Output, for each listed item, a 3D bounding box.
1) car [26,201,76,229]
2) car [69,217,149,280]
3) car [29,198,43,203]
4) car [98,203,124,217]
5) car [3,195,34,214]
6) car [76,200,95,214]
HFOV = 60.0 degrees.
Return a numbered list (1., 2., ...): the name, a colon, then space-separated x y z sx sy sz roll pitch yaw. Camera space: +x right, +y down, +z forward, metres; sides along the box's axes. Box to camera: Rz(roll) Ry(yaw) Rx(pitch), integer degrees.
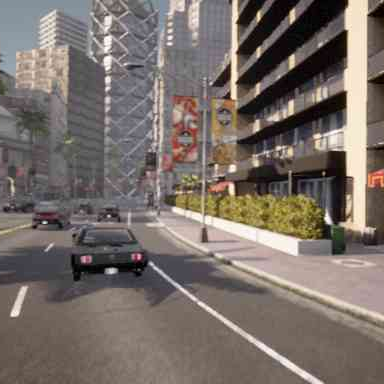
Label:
1. car: -9.404 1.612 22.566 1.837 1.490 4.892 1 0 -11
2. car: -2.722 1.673 10.314 1.895 1.301 4.718 1 -1 -19
3. car: -15.710 1.685 36.090 1.812 1.442 4.674 1 -1 -10
4. car: -7.163 1.717 29.321 1.837 1.490 4.892 1 -1 -11
5. car: -19.635 1.349 38.248 2.150 2.045 5.566 1 -1 -10
6. car: -12.432 1.740 38.496 1.837 1.490 4.892 1 0 -10
